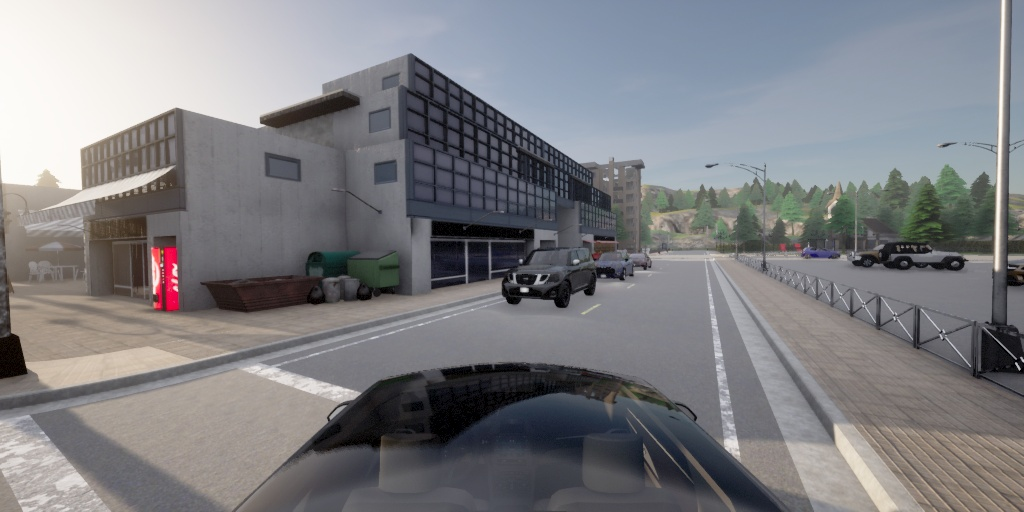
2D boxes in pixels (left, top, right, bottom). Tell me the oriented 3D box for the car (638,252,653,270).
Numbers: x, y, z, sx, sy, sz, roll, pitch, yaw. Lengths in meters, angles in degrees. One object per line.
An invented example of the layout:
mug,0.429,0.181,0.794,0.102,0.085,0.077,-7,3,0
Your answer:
car,11.160,0.406,31.703,1.812,1.442,4.674,0,2,28

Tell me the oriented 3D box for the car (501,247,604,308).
car,1.697,0.670,14.007,2.150,2.045,5.566,0,2,28

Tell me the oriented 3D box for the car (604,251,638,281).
car,6.333,0.521,22.682,2.097,1.767,4.553,0,2,28
